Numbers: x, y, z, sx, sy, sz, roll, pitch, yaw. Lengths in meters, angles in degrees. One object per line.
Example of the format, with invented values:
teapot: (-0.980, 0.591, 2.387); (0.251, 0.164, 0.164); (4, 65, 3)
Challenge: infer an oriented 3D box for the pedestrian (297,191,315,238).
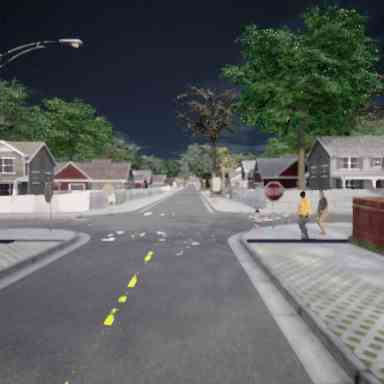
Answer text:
pedestrian: (4.385, 0.870, 12.849); (0.375, 1.860, 0.375); (0, 1, 0)

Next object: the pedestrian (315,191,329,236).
pedestrian: (5.311, 0.858, 13.447); (0.375, 1.860, 0.375); (0, 1, 0)

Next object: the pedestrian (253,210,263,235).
pedestrian: (2.827, 1.226, 14.061); (0.500, 1.100, 0.500); (0, 1, 0)
